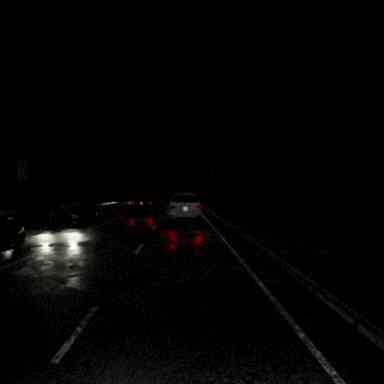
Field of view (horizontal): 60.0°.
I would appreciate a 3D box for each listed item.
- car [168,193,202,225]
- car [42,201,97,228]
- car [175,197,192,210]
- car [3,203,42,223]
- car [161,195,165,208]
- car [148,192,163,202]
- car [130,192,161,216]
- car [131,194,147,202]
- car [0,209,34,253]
[{"bbox_3d":[-0.481,1.067,22.769,2.150,2.045,5.566,0,0,-2],"label":"car"},{"bbox_3d":[-7.538,1.337,21.412,1.882,1.535,5.008,0,0,-2],"label":"car"},{"bbox_3d":[-1.074,1.348,41.419,2.033,1.411,5.357,0,0,-1],"label":"car"},{"bbox_3d":[-11.043,1.409,21.495,2.033,1.411,5.357,0,0,-2],"label":"car"},{"bbox_3d":[-4.691,1.364,44.609,1.994,1.385,4.181,0,0,0],"label":"car"},{"bbox_3d":[-7.632,0.997,69.439,2.150,2.045,5.566,0,0,4],"label":"car"},{"bbox_3d":[-4.341,1.044,30.711,2.150,2.045,5.566,0,0,-2],"label":"car"},{"bbox_3d":[-11.109,1.297,69.857,2.128,1.511,4.902,0,0,4],"label":"car"},{"bbox_3d":[-7.244,1.484,10.918,1.994,1.385,4.181,0,0,-2],"label":"car"}]
